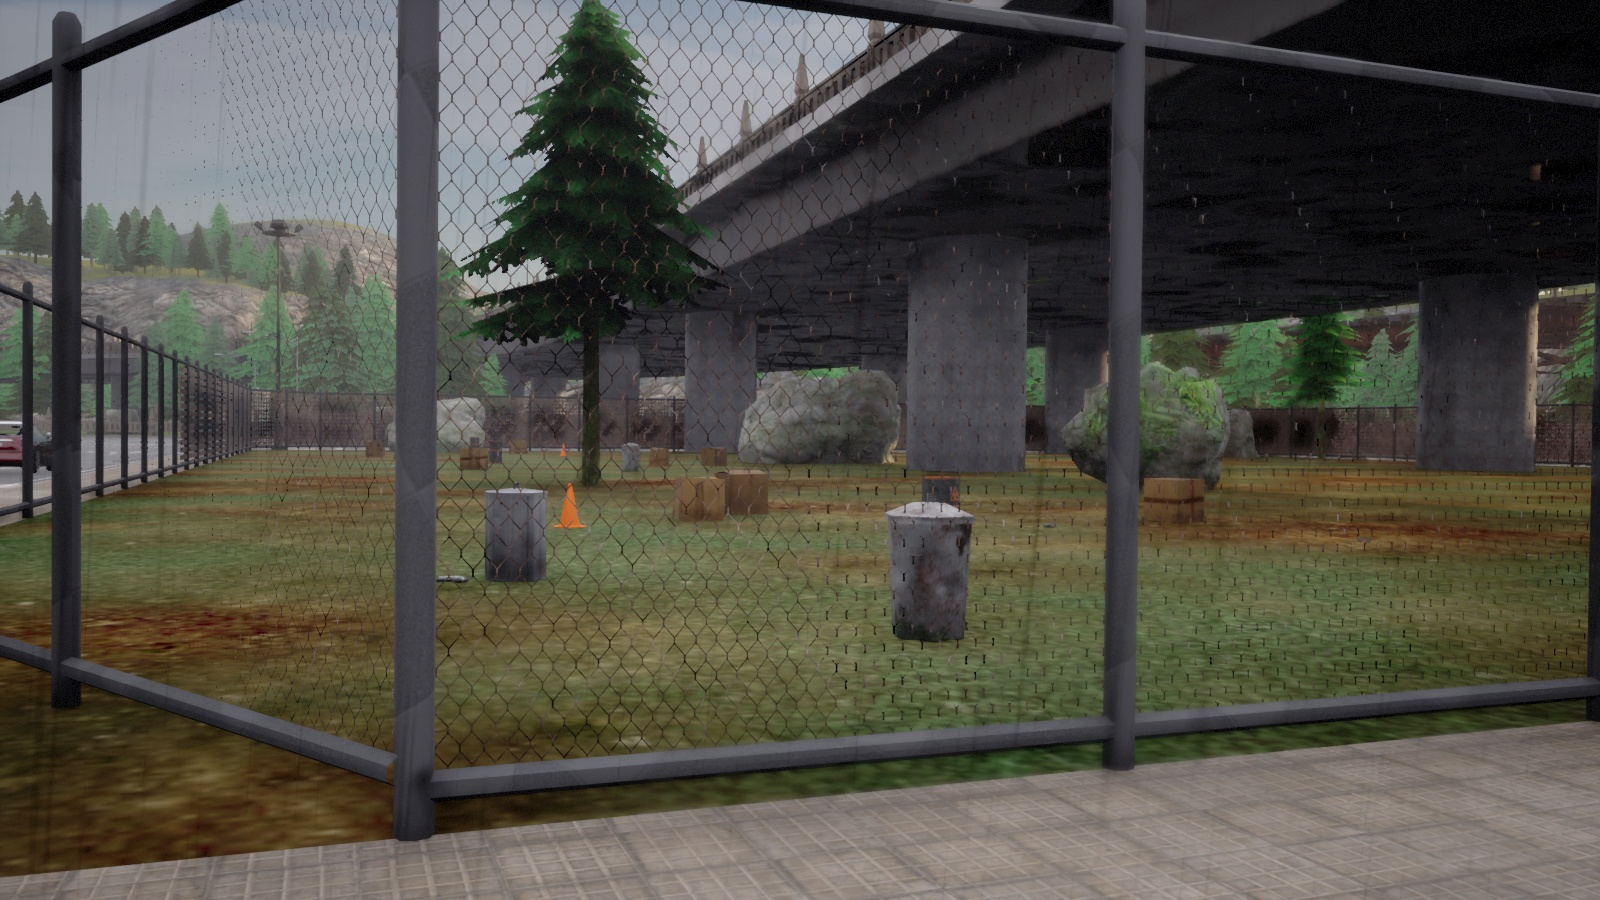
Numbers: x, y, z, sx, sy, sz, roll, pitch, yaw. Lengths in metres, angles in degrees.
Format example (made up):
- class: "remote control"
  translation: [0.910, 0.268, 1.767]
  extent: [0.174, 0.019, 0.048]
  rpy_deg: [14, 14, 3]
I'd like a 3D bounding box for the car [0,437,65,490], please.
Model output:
- class: "car"
  translation: [-23.045, 0.358, 36.796]
  extent: [1.970, 1.475, 3.806]
  rpy_deg: [-1, 1, -20]
